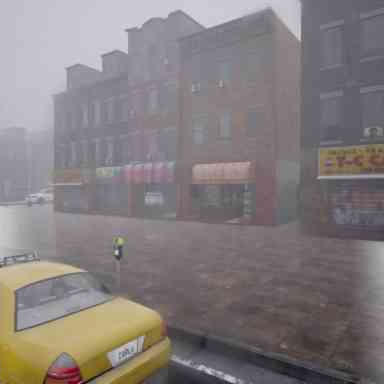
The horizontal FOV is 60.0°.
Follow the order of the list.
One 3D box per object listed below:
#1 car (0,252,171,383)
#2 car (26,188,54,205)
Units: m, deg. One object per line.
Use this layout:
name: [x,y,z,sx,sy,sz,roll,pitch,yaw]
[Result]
car: [-2.518,1.525,4.608,4.829,1.417,1.752,0,0,36]
car: [-19.164,0.548,44.525,2.150,2.045,5.566,0,2,35]
